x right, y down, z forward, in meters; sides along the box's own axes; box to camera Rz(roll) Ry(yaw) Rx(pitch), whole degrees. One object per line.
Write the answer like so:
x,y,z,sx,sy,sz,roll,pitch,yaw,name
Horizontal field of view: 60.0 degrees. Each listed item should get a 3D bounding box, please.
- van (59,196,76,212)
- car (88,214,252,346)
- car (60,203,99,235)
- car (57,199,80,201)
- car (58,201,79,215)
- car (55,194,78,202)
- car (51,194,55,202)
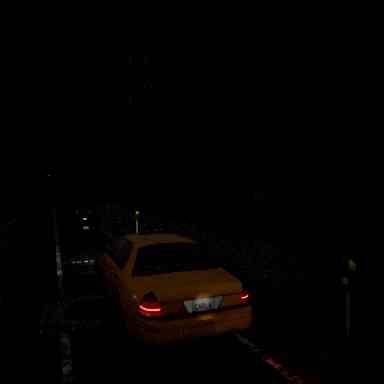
-14.681,1.343,39.042,1.690,1.788,3.998,0,0,-23,van
-0.844,1.457,6.737,1.801,1.575,5.366,0,0,-23,car
-6.151,1.552,18.660,2.008,1.369,4.403,0,0,-23,car
-10.416,1.567,28.851,1.947,1.339,4.313,0,0,-23,car
-8.283,1.552,23.755,2.008,1.369,4.403,0,0,-23,car
-12.549,1.317,33.946,2.192,1.841,5.009,0,0,-23,car
-31.891,1.470,79.418,1.967,1.590,4.097,0,0,-24,car
